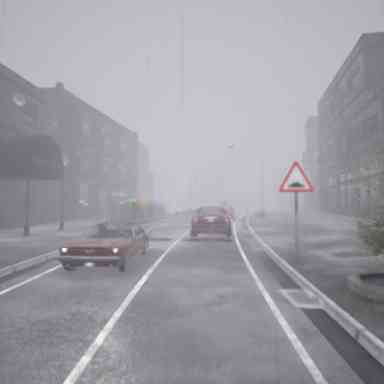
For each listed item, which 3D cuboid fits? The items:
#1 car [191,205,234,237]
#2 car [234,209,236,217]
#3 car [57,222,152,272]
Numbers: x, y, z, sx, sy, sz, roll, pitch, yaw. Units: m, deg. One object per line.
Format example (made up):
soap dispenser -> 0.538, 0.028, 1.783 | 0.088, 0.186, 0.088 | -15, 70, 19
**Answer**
car -> 1.158, 1.585, 19.063 | 2.097, 1.767, 4.553 | 0, -3, 5
car -> 3.859, 2.233, 37.459 | 2.033, 1.411, 5.357 | -1, -1, 11
car -> -2.684, 1.717, 11.286 | 1.895, 1.301, 4.718 | 0, -1, 3
